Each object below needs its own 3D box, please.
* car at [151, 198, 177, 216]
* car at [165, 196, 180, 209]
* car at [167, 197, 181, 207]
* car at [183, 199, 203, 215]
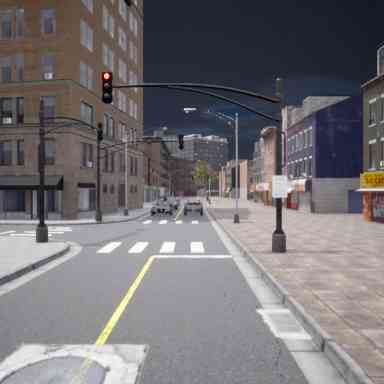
[{"bbox_3d":[-2.832,1.568,32.315,1.994,1.385,4.181,0,0,0],"label":"car"},{"bbox_3d":[-2.824,1.360,42.087,2.097,1.767,4.553,0,0,0],"label":"car"},{"bbox_3d":[-2.815,1.560,52.710,2.033,1.411,5.357,0,0,0],"label":"car"},{"bbox_3d":[0.128,1.496,34.195,2.128,1.511,4.902,0,0,0],"label":"car"}]
